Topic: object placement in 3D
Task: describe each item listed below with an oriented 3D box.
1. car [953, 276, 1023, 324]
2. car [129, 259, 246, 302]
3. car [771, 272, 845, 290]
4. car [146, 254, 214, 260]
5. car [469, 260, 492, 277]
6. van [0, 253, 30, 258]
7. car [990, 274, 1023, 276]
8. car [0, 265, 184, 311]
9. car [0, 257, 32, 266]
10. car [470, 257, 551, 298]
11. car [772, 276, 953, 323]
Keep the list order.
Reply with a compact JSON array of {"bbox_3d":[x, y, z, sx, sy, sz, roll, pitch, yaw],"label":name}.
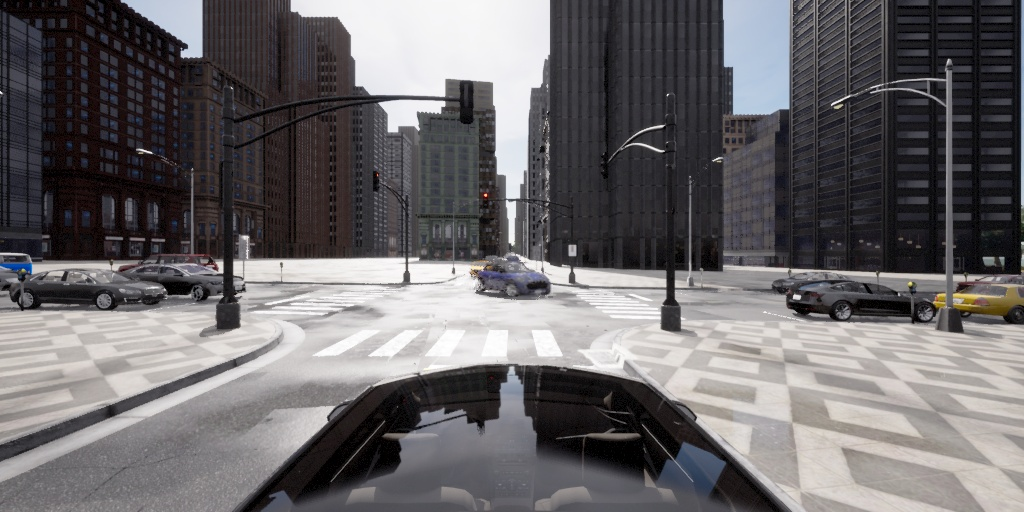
[{"bbox_3d":[17.957,1.571,12.649,4.829,1.417,1.751,0,0,0],"label":"car"},{"bbox_3d":[-14.134,1.065,15.358,4.902,1.511,2.128,1,0,1],"label":"car"},{"bbox_3d":[17.812,1.591,21.175,4.403,1.370,2.007,0,0,0],"label":"car"},{"bbox_3d":[-20.195,0.799,21.150,5.009,1.841,2.192,0,0,0],"label":"car"},{"bbox_3d":[-3.046,1.228,35.627,1.882,1.535,5.008,0,0,0],"label":"car"},{"bbox_3d":[-31.114,0.680,21.170,3.998,1.789,1.690,0,0,0],"label":"van"},{"bbox_3d":[29.098,1.766,21.154,4.507,1.381,1.888,0,0,0],"label":"car"},{"bbox_3d":[-14.763,1.116,12.614,4.403,1.370,2.007,0,0,0],"label":"car"},{"bbox_3d":[-23.549,0.935,15.388,4.902,1.511,2.128,1,0,0],"label":"car"},{"bbox_3d":[-0.019,1.102,18.734,2.097,1.767,4.553,1,0,-34],"label":"car"},{"bbox_3d":[12.145,1.524,12.660,4.313,1.339,1.948,0,0,0],"label":"car"}]
